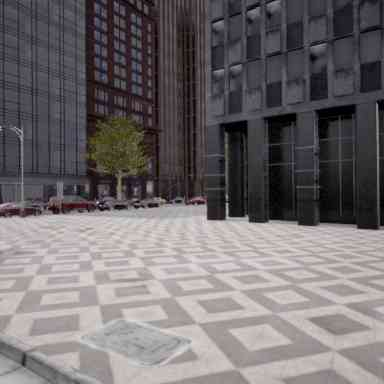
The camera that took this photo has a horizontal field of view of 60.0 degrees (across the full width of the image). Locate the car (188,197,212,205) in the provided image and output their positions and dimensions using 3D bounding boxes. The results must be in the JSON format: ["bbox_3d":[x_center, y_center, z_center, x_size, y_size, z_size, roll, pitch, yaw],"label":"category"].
[{"bbox_3d":[1.478,1.539,58.274,1.895,1.301,4.718,-1,0,34],"label":"car"}]

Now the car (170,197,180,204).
[{"bbox_3d":[-3.191,1.574,61.990,1.947,1.339,4.313,-1,0,35],"label":"car"}]

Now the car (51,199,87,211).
[{"bbox_3d":[-15.977,1.641,43.405,1.802,1.307,4.206,-1,0,35],"label":"car"}]

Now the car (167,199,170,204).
[{"bbox_3d":[-6.484,1.544,57.203,1.752,1.417,4.829,-1,0,35],"label":"car"}]

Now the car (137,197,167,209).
[{"bbox_3d":[-5.760,1.508,43.215,1.947,1.339,4.313,-1,0,35],"label":"car"}]

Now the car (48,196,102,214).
[{"bbox_3d":[-12.154,1.289,33.926,2.192,1.841,5.009,-1,0,35],"label":"car"}]

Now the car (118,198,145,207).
[{"bbox_3d":[-9.584,1.612,52.697,1.802,1.307,4.206,-1,0,35],"label":"car"}]

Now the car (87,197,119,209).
[{"bbox_3d":[-12.782,1.483,48.051,1.967,1.590,4.097,-1,0,35],"label":"car"}]

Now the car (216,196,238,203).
[{"bbox_3d":[7.141,1.469,66.503,2.033,1.411,5.357,-1,0,35],"label":"car"}]

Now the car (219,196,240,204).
[{"bbox_3d":[7.024,1.463,61.797,1.947,1.339,4.313,-1,0,35],"label":"car"}]

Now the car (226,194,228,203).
[{"bbox_3d":[3.826,1.222,57.154,2.192,1.841,5.009,-1,0,35],"label":"car"}]

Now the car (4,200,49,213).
[{"bbox_3d":[-19.173,1.641,38.760,1.947,1.339,4.313,-1,0,35],"label":"car"}]

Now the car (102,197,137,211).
[{"bbox_3d":[-8.956,1.524,38.570,1.947,1.339,4.313,-1,0,35],"label":"car"}]

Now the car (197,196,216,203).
[{"bbox_3d":[3.202,1.534,71.282,1.887,1.381,4.507,-1,0,35],"label":"car"}]

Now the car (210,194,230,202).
[{"bbox_3d":[6.397,1.295,75.929,2.192,1.841,5.009,-1,0,35],"label":"car"}]

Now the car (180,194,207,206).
[{"bbox_3d":[0.631,1.462,52.507,1.887,1.381,4.507,-1,0,35],"label":"car"}]

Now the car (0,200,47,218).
[{"bbox_3d":[-15.348,1.576,29.279,1.802,1.307,4.206,-1,0,35],"label":"car"}]
